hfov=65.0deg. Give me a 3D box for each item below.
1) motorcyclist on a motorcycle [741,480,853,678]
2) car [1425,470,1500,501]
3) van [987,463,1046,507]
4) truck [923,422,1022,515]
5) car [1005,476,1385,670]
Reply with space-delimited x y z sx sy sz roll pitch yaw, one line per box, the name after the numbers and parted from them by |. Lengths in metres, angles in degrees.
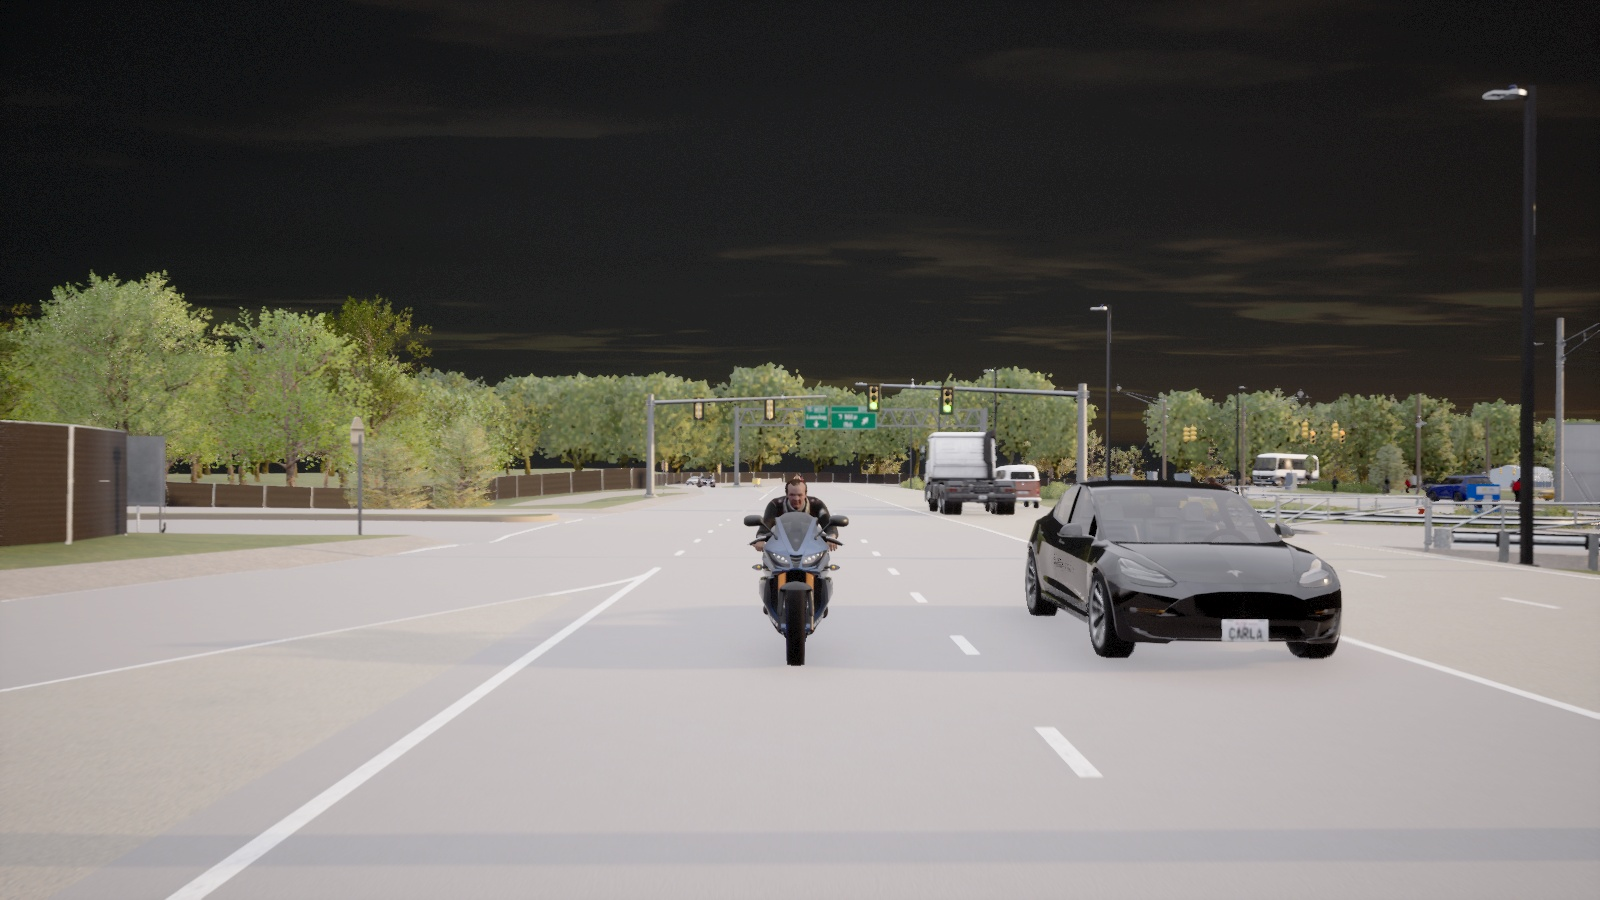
-0.026 1.032 10.915 0.866 1.530 2.191 0 -1 0 | motorcyclist on a motorcycle
45.006 2.373 85.466 2.150 2.045 5.566 0 -1 0 | car
10.355 1.673 60.416 2.069 2.038 4.480 0 -1 0 | van
6.873 0.783 51.206 2.891 3.462 7.936 0 -1 0 | truck
3.471 1.004 12.188 2.163 1.488 4.792 0 -1 0 | car
